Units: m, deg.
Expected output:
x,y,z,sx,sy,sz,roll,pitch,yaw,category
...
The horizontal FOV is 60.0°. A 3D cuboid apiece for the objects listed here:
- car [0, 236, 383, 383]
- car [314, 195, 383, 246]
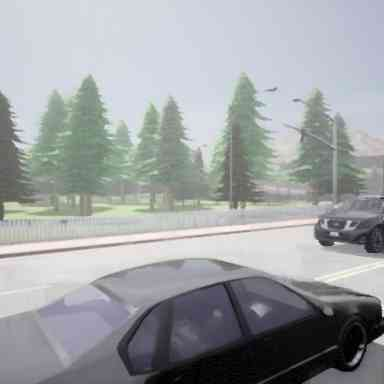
x,y,z,sx,sy,sz,roll,pitch,yaw,category
0.143,1.535,3.867,5.357,1.411,2.033,0,0,-36,car
7.360,1.145,13.542,5.566,2.045,2.150,0,0,-36,car
